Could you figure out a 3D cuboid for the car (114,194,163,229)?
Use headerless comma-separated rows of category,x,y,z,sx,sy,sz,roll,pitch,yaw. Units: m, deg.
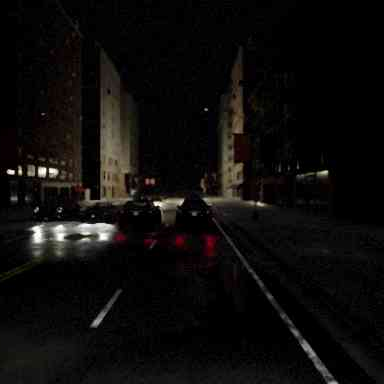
car,-3.120,1.219,20.628,2.097,1.767,4.553,0,0,0

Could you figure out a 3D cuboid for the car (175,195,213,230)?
car,0.129,1.221,20.222,2.097,1.767,4.553,0,0,0

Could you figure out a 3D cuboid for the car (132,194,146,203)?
car,-9.691,1.146,61.209,1.837,1.490,4.892,0,0,1

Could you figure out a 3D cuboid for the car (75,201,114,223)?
car,-6.561,1.410,23.998,1.994,1.385,4.181,0,0,0

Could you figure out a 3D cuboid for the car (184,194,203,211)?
car,0.158,1.120,37.625,2.097,1.767,4.553,0,0,0

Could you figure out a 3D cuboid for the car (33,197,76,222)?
car,-9.811,1.194,24.600,2.097,1.767,4.553,0,0,0
